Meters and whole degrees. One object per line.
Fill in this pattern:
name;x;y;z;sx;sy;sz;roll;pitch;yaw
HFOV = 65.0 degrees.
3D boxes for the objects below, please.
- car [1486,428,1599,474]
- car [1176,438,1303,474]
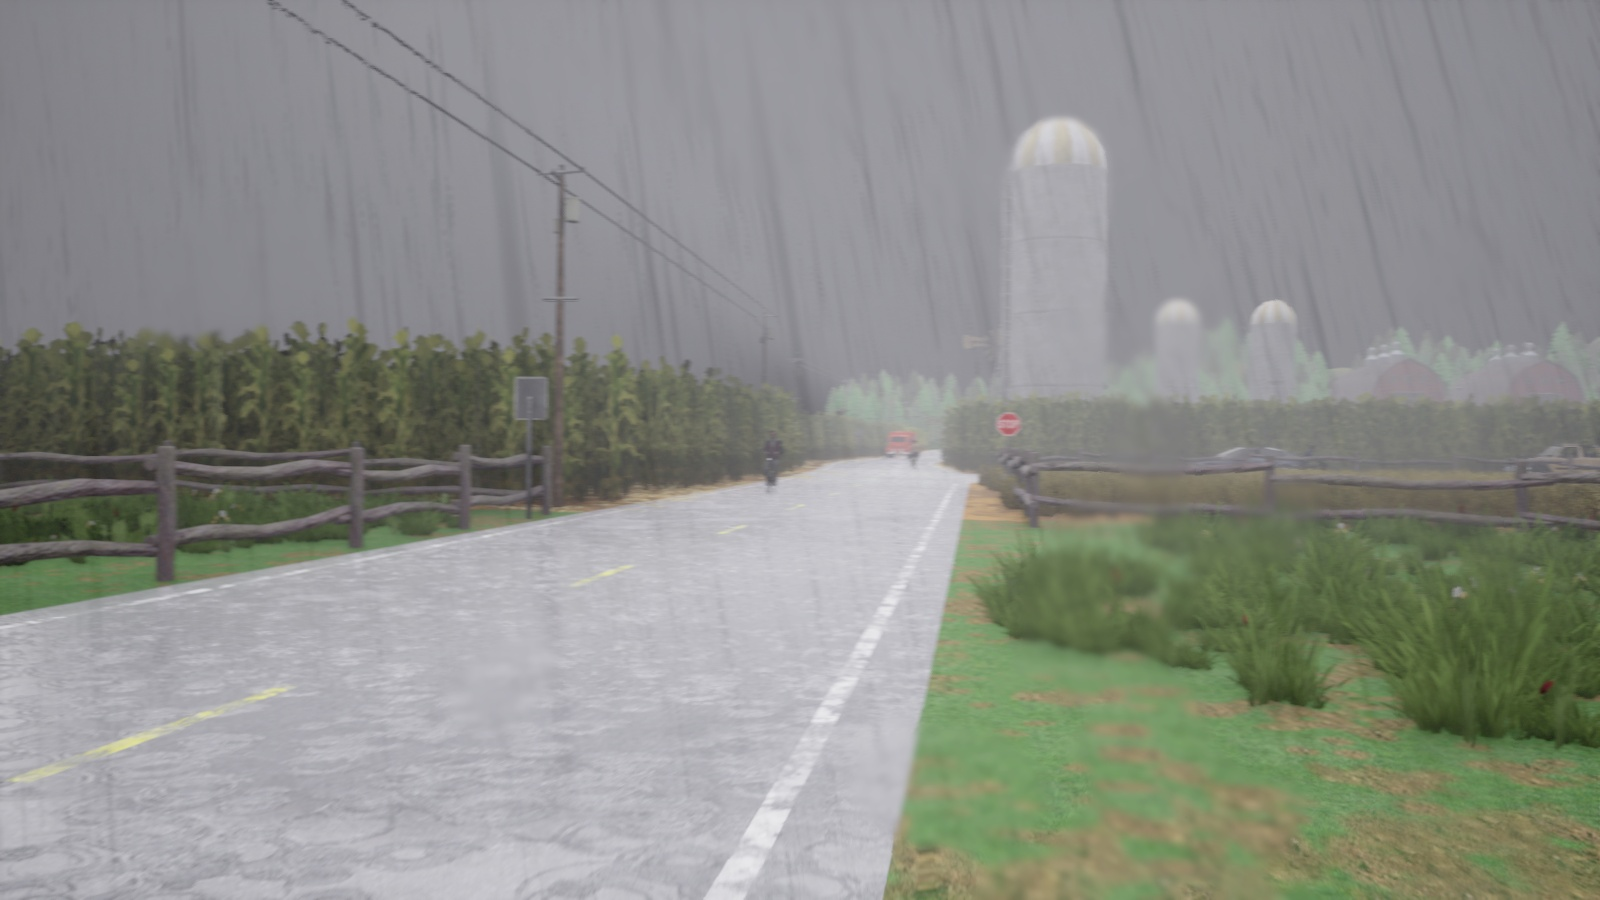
car;31.429;0.034;52.313;4.605;1.855;1.932;0;0;8
car;18.828;0.258;53.980;4.792;1.488;2.163;0;0;8
